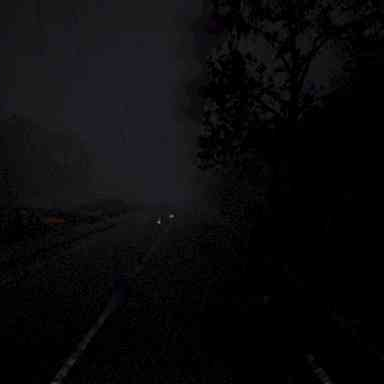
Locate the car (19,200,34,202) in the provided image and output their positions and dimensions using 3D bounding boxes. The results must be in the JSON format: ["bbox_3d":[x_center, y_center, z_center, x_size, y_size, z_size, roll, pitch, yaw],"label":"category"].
[{"bbox_3d":[-23.403,2.101,42.253,5.008,1.535,2.097,0,-1,0],"label":"car"}]

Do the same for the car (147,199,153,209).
[{"bbox_3d":[-10.134,2.461,58.830,5.366,1.575,1.946,0,-1,0],"label":"car"}]

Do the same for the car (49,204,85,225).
[{"bbox_3d":[-10.311,1.778,22.756,4.892,1.521,2.231,0,-1,0],"label":"car"}]

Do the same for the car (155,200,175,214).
[{"bbox_3d":[-3.433,2.179,44.100,1.812,1.442,4.674,0,-1,0],"label":"car"}]

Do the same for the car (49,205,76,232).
[{"bbox_3d":[-10.131,1.728,19.981,5.366,1.575,1.946,0,-1,0],"label":"car"}]

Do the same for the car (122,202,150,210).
[{"bbox_3d":[-10.326,2.535,61.604,4.892,1.521,2.231,0,-1,0],"label":"car"}]

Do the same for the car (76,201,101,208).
[{"bbox_3d":[-23.395,2.882,75.352,5.008,1.535,2.097,0,-1,0],"label":"car"}]

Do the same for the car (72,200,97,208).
[{"bbox_3d":[-23.431,2.687,72.584,4.553,1.767,2.185,0,-1,0],"label":"car"}]

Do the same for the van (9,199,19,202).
[{"bbox_3d":[-23.514,1.829,39.487,4.442,1.987,1.878,0,-1,0],"label":"van"}]

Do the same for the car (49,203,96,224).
[{"bbox_3d":[-10.324,1.824,25.532,4.892,1.521,2.231,0,-1,0],"label":"car"}]

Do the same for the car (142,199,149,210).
[{"bbox_3d":[-10.134,2.319,53.158,5.366,1.575,1.946,0,-1,0],"label":"car"}]

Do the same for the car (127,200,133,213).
[{"bbox_3d":[-10.348,2.131,42.187,4.792,1.488,2.163,0,-1,0],"label":"car"}]

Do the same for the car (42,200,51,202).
[{"bbox_3d":[-23.427,2.232,47.789,4.792,1.488,2.163,0,-1,0],"label":"car"}]

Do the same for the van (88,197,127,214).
[{"bbox_3d":[-10.435,1.829,39.415,4.442,1.987,1.878,0,-1,0],"label":"van"}]

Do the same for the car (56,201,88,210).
[{"bbox_3d":[-23.214,2.601,64.398,5.366,1.575,1.946,0,-1,0],"label":"car"}]

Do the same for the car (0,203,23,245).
[{"bbox_3d":[-10.285,1.512,14.431,4.553,1.767,2.185,0,-1,0],"label":"car"}]

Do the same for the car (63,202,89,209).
[{"bbox_3d":[-23.397,2.715,67.166,4.674,1.452,2.002,0,-1,0],"label":"car"}]

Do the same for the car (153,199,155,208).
[{"bbox_3d":[-10.505,2.602,64.380,5.366,1.575,1.946,0,-1,0],"label":"car"}]

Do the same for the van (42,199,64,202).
[{"bbox_3d":[-23.516,2.097,53.204,4.442,1.987,1.878,0,-1,0],"label":"van"}]

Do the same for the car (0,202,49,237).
[{"bbox_3d":[-10.285,1.559,17.207,4.553,1.767,2.185,0,-1,0],"label":"car"}]

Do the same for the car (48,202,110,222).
[{"bbox_3d":[-10.132,1.866,28.308,5.366,1.575,1.946,0,-1,0],"label":"car"}]

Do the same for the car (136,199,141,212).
[{"bbox_3d":[-10.313,2.203,47.739,4.892,1.521,2.231,0,-1,0],"label":"car"}]

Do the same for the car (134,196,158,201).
[{"bbox_3d":[-10.348,2.424,67.162,5.566,2.045,2.435,0,-1,0],"label":"car"}]

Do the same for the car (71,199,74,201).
[{"bbox_3d":[-23.428,2.213,58.867,5.566,2.045,2.435,0,-1,0],"label":"car"}]

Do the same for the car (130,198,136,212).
[{"bbox_3d":[-10.350,2.024,44.962,4.553,1.767,2.185,0,-1,0],"label":"car"}]

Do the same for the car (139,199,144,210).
[{"bbox_3d":[-10.504,2.258,50.506,5.366,1.575,1.946,0,-1,0],"label":"car"}]

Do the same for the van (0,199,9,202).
[{"bbox_3d":[-23.281,1.783,36.717,4.442,1.987,1.878,0,-1,0],"label":"van"}]

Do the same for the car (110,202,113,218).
[{"bbox_3d":[-10.288,1.945,31.083,4.792,1.488,2.163,0,-1,0],"label":"car"}]

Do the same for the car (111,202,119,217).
[{"bbox_3d":[-10.288,1.992,33.859,4.792,1.488,2.163,0,-1,0],"label":"car"}]

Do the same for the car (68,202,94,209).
[{"bbox_3d":[-23.371,2.775,69.936,4.792,1.488,2.163,0,-1,0],"label":"car"}]

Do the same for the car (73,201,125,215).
[{"bbox_3d":[-10.289,2.038,36.635,4.792,1.488,2.163,0,-1,0],"label":"car"}]

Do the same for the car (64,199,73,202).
[{"bbox_3d":[-23.371,2.423,56.091,4.792,1.488,2.163,0,-1,0],"label":"car"}]

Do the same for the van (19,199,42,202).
[{"bbox_3d":[-23.290,1.925,45.042,4.442,1.987,1.878,0,-1,0],"label":"van"}]

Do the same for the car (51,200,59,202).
[{"bbox_3d":[-23.427,2.288,50.428,4.792,1.488,2.163,0,-1,0],"label":"car"}]
